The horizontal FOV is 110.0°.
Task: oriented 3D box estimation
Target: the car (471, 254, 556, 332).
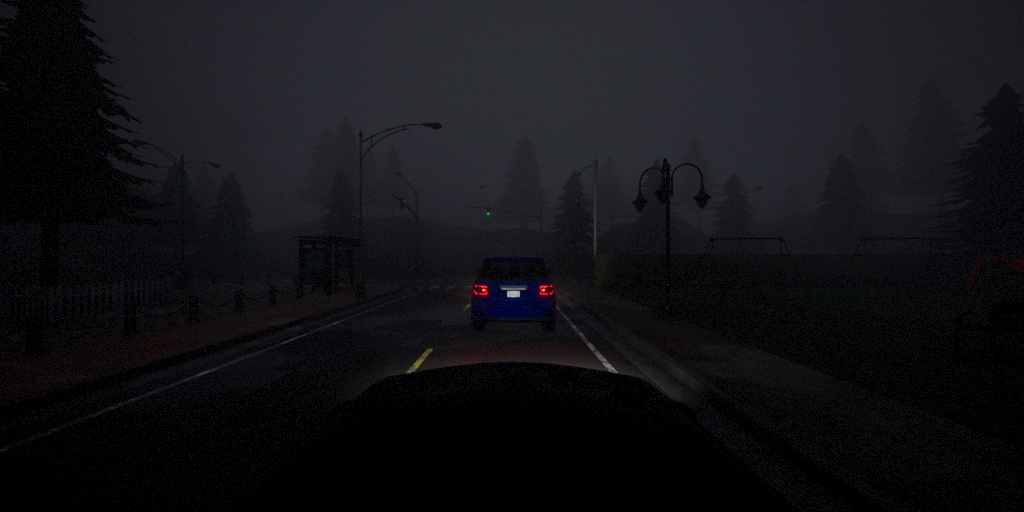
[{"bbox_3d":[0.057,0.972,11.021,2.150,2.045,5.566,0,0,0],"label":"car"}]
